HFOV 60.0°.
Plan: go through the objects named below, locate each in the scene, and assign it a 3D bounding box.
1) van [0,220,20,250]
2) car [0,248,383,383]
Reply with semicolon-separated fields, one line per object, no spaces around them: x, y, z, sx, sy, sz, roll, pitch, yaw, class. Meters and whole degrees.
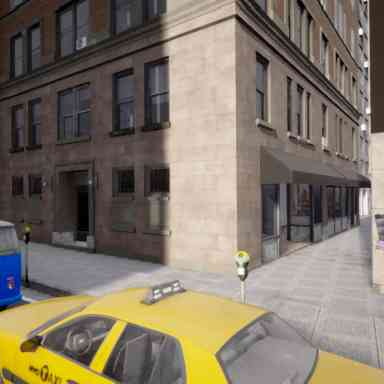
-4.946;1.342;6.404;3.998;1.788;1.690;0;-1;36;van
-0.473;1.526;3.198;4.829;1.417;1.752;0;-1;36;car
